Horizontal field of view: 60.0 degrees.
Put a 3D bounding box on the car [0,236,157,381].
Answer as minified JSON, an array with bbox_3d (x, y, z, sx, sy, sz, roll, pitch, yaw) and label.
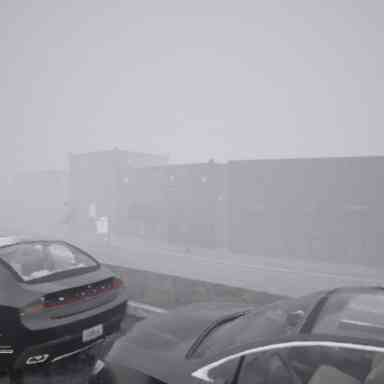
[{"bbox_3d":[-3.205,1.481,5.528,4.892,1.521,2.231,0,0,35],"label":"car"}]
